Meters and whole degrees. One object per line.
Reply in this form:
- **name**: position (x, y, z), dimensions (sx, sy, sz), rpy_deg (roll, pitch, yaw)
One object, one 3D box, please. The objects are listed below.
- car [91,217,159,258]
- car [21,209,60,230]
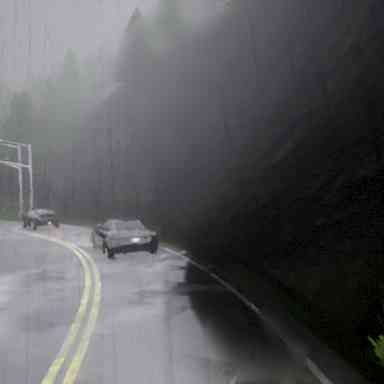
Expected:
- **car**: position (-2.907, 1.736, 13.826), dimensions (1.994, 1.385, 4.181), rpy_deg (-2, 0, -26)
- **car**: position (-12.009, 2.083, 26.233), dimensions (1.837, 1.490, 4.892), rpy_deg (-3, 1, -40)
